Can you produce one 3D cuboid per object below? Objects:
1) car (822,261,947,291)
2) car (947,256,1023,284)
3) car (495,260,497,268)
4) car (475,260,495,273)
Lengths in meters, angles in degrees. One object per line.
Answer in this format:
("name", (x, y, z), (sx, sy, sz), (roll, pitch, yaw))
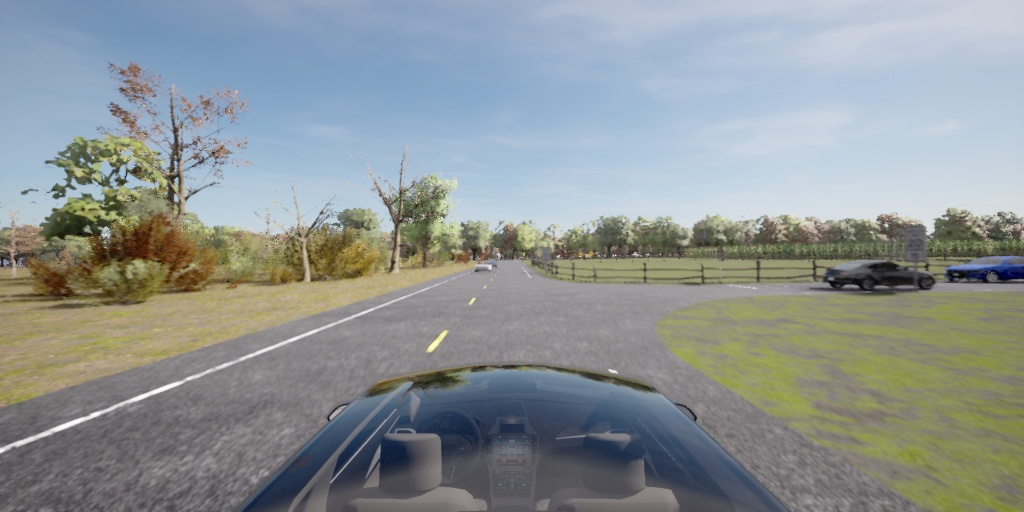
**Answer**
("car", (18.341, 0.947, 18.064), (4.674, 1.442, 1.812), (-1, -1, 0))
("car", (28.438, 0.769, 20.971), (5.008, 1.535, 1.882), (-1, -1, 0))
("car", (-3.486, 1.330, 61.806), (2.033, 1.411, 5.357), (0, 0, 1))
("car", (-3.559, 1.375, 44.840), (1.895, 1.301, 4.718), (0, 0, 0))
